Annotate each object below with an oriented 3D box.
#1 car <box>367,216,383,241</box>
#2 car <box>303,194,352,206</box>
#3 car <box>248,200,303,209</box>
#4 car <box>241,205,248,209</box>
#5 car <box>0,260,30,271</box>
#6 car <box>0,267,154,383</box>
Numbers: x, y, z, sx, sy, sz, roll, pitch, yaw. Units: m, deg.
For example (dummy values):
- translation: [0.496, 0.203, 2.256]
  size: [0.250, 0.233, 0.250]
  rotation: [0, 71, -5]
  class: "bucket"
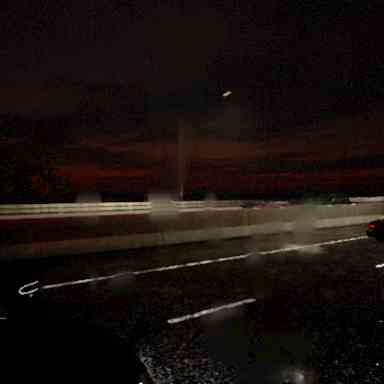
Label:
- translation: [10.144, 1.535, 15.284]
  size: [5.357, 1.411, 2.033]
  rotation: [0, 0, -35]
  class: "car"
- translation: [12.088, 1.200, 29.813]
  size: [5.566, 2.045, 2.150]
  rotation: [0, 0, -35]
  class: "car"
- translation: [7.833, 1.582, 31.078]
  size: [4.718, 1.301, 1.895]
  rotation: [0, 0, -35]
  class: "car"
- translation: [7.614, 1.526, 35.221]
  size: [5.357, 1.411, 2.033]
  rotation: [0, 0, -35]
  class: "car"
- translation: [-4.795, 1.478, 4.626]
  size: [5.008, 1.535, 1.882]
  rotation: [0, 0, -36]
  class: "car"
- translation: [-2.265, 1.564, 2.131]
  size: [4.181, 1.385, 1.994]
  rotation: [0, 0, -36]
  class: "car"
